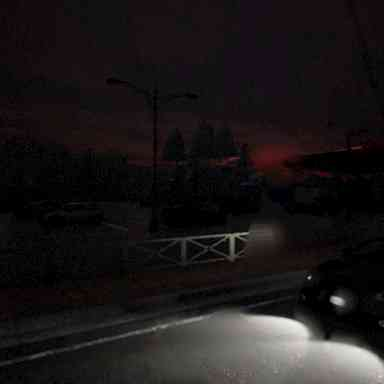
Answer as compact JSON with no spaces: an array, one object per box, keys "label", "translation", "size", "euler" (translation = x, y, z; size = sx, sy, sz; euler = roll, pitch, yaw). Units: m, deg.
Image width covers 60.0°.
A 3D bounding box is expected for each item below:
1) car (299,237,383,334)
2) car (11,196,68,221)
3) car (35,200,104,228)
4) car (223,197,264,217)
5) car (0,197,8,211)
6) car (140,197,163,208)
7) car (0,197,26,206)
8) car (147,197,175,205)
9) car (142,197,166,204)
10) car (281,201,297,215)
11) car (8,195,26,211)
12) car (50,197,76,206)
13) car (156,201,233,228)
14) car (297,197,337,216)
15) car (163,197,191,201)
[{"label":"car","translation":[4.075,1.619,6.506],"size":[4.181,1.385,1.994],"euler":[1,0,-32]},{"label":"car","translation":[-11.442,1.369,26.736],"size":[5.027,1.636,2.152],"euler":[1,0,-32]},{"label":"car","translation":[-7.746,1.453,21.480],"size":[3.806,1.475,1.970],"euler":[1,0,-32]},{"label":"car","translation":[4.936,1.460,33.353],"size":[4.605,1.855,1.932],"euler":[1,0,-32]},{"label":"car","translation":[-20.165,1.301,39.796],"size":[4.605,1.855,1.932],"euler":[1,0,-32]},{"label":"car","translation":[-6.403,1.677,52.744],"size":[3.633,1.501,1.845],"euler":[1,0,-32]},{"label":"car","translation":[-29.964,1.570,55.588],"size":[3.633,1.501,1.845],"euler":[1,0,-32]},{"label":"car","translation":[-6.230,1.747,66.857],"size":[5.027,1.636,2.152],"euler":[1,0,-32]},{"label":"car","translation":[-7.948,1.754,69.482],"size":[4.514,1.523,2.007],"euler":[1,0,-32]},{"label":"car","translation":[12.086,1.794,37.907],"size":[3.806,1.475,1.970],"euler":[1,0,-32]},{"label":"car","translation":[-18.266,1.286,37.559],"size":[3.866,1.878,1.905],"euler":[1,0,-32]},{"label":"car","translation":[-22.097,1.644,57.025],"size":[3.806,1.475,1.970],"euler":[1,0,-32]},{"label":"car","translation":[0.169,1.580,22.141],"size":[4.514,1.523,2.007],"euler":[1,0,-32]},{"label":"car","translation":[13.344,1.507,34.770],"size":[3.866,1.878,1.905],"euler":[1,0,-32]},{"label":"car","translation":[-1.108,1.660,44.269],"size":[4.514,1.523,2.007],"euler":[1,0,-32]}]
